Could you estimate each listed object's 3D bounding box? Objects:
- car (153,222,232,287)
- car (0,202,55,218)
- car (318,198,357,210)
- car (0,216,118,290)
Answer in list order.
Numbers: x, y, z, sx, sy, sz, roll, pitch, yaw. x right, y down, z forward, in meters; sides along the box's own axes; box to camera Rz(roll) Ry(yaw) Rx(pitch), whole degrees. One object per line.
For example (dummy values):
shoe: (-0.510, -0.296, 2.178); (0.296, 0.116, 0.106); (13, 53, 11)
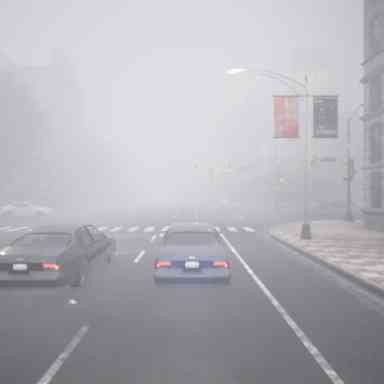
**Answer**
car: (-0.006, 1.577, 9.483); (2.033, 1.411, 5.357); (0, 0, 0)
car: (-15.152, 1.673, 30.709); (4.674, 1.442, 1.812); (1, 0, 0)
car: (20.058, 1.616, 45.950); (5.008, 1.535, 1.882); (0, 0, 0)
car: (-3.505, 1.576, 9.263); (2.033, 1.411, 5.357); (0, 0, 0)
